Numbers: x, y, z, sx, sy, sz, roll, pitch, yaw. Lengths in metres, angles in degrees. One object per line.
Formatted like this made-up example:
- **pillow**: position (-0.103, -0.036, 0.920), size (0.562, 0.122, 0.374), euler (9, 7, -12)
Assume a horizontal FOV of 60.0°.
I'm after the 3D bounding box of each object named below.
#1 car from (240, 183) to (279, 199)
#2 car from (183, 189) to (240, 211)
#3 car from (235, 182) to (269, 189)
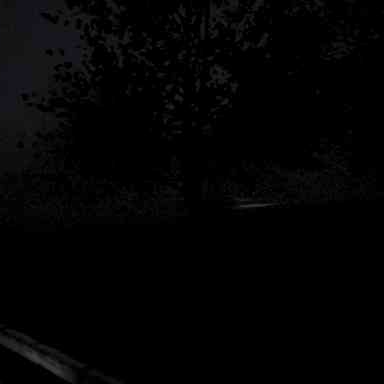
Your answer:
- **car**: position (9.016, 0.051, 42.628), size (4.892, 1.490, 1.837), euler (-3, 3, -29)
- **car**: position (1.538, 0.824, 29.587), size (4.902, 1.511, 2.128), euler (-3, 3, -35)
- **car**: position (8.505, -0.382, 46.357), size (5.566, 2.045, 2.150), euler (-3, 3, -28)
